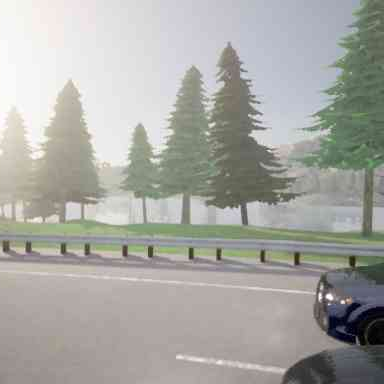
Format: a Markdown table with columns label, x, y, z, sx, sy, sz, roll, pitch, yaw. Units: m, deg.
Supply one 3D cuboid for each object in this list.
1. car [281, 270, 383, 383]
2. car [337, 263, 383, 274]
| label | x | y | z | sx | sy | sz | roll | pitch | yaw |
| --- | --- | --- | --- | --- | --- | --- | --- | --- | --- |
| car | 2.879 | 1.515 | 1.642 | 4.892 | 1.490 | 1.837 | 1 | 0 | 17 |
| car | 4.032 | 1.571 | 4.907 | 4.181 | 1.385 | 1.994 | 0 | 0 | 17 |
